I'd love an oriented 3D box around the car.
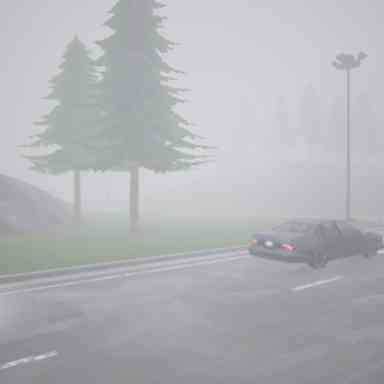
[{"bbox_3d":[4.308,1.568,11.163,5.357,1.411,2.033,0,0,-35],"label":"car"}]
